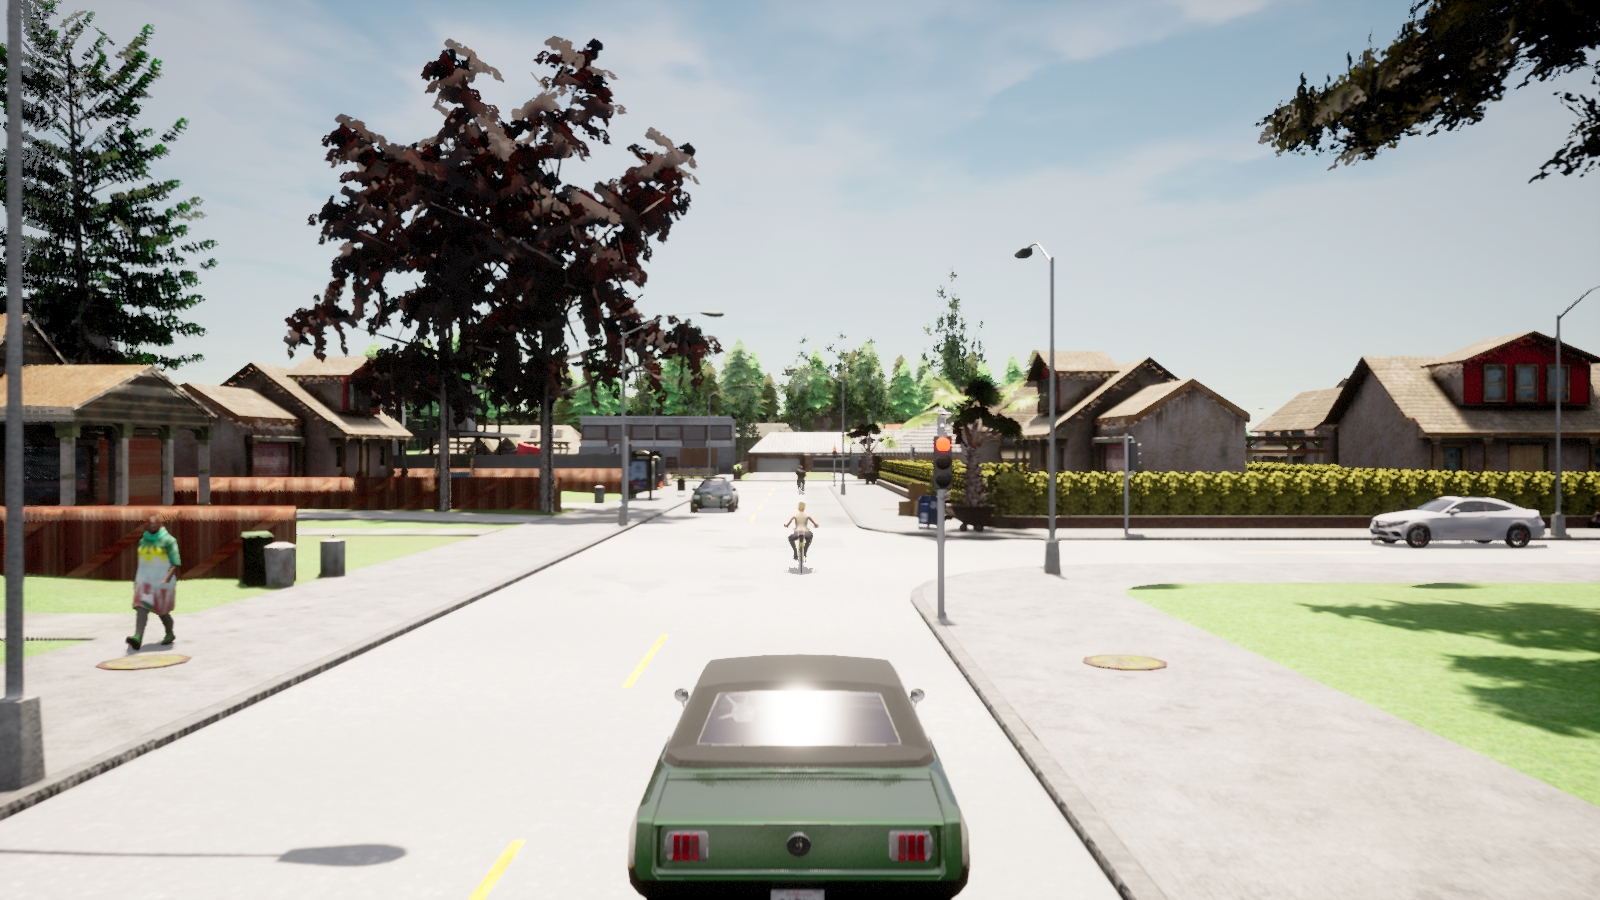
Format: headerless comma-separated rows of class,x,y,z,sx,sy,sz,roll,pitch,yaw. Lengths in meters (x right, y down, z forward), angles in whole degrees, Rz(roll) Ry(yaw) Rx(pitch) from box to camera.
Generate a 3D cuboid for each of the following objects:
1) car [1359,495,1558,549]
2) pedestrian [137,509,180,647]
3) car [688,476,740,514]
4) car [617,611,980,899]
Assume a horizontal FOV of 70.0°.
car,19.182,2.081,33.415,4.674,1.442,2.002,0,0,0
pedestrian,-8.793,1.743,15.673,0.375,1.860,0.375,0,0,1
car,-3.918,2.037,52.760,2.038,1.542,4.974,0,0,0
car,-0.004,2.155,8.329,1.895,1.301,4.718,0,0,0
